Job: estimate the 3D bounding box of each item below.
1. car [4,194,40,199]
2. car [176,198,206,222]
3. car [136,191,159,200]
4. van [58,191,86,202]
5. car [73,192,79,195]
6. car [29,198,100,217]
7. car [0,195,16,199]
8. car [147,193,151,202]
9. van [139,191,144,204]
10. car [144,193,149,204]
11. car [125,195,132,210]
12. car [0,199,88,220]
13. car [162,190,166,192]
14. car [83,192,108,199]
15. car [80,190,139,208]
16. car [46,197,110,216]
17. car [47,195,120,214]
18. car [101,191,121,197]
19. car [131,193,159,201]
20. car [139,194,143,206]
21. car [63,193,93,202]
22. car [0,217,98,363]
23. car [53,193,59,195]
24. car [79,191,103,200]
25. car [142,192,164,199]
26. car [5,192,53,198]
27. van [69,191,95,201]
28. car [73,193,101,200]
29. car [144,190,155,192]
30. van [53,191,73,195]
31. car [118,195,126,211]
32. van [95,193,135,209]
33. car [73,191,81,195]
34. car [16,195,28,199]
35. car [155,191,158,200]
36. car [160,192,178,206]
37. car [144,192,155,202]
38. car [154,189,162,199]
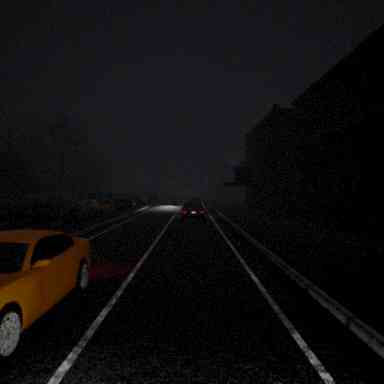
[{"bbox_3d":[-21.830,1.348,40.624,4.792,1.488,2.163,0,0,0],"label":"car"},{"bbox_3d":[0.104,1.477,25.951,2.033,1.411,5.357,0,0,0],"label":"car"},{"bbox_3d":[-9.142,0.776,68.990,4.553,1.767,2.185,0,1,0],"label":"car"},{"bbox_3d":[-21.850,0.839,60.529,4.442,1.987,1.878,0,1,0],"label":"van"},{"bbox_3d":[-21.800,1.203,54.889,4.792,1.488,2.163,0,1,0],"label":"car"},{"bbox_3d":[-9.388,1.386,23.764,4.674,1.452,2.002,0,0,0],"label":"car"},{"bbox_3d":[-21.901,1.328,35.102,4.892,1.521,2.231,0,0,0],"label":"car"},{"bbox_3d":[-9.211,1.268,52.042,4.674,1.452,2.002,0,1,0],"label":"car"},{"bbox_3d":[-9.365,1.081,46.249,4.442,1.987,1.878,0,0,0],"label":"van"},{"bbox_3d":[-9.233,1.317,49.208,4.674,1.452,2.002,0,1,0],"label":"car"},{"bbox_3d":[-9.322,1.328,35.066,5.008,1.535,2.097,0,0,0],"label":"car"},{"bbox_3d":[-9.431,1.380,20.937,4.792,1.488,2.163,0,0,0],"label":"car"},{"bbox_3d":[-8.908,0.844,71.816,5.366,1.575,1.946,0,1,0],"label":"car"},{"bbox_3d":[-21.641,0.795,74.524,5.008,1.535,2.097,0,1,0],"label":"car"},{"bbox_3d":[-9.271,1.072,37.892,5.566,2.045,2.435,0,0,0],"label":"car"},{"bbox_3d":[-9.371,1.382,26.589,4.674,1.452,2.002,0,0,0],"label":"car"},{"bbox_3d":[-9.536,1.334,29.416,5.366,1.575,1.946,0,0,0],"label":"car"},{"bbox_3d":[-21.556,0.523,88.764,4.892,1.521,2.231,0,1,0],"label":"car"},{"bbox_3d":[-9.313,0.953,66.168,5.366,1.575,1.946,0,1,0],"label":"car"},{"bbox_3d":[-9.268,1.355,43.543,4.674,1.452,2.002,0,0,0],"label":"car"},{"bbox_3d":[-21.721,1.011,63.356,4.892,1.521,2.231,0,1,0],"label":"car"},{"bbox_3d":[-3.351,1.472,6.050,1.882,1.535,5.008,0,0,0],"label":"car"},{"bbox_3d":[-21.819,1.305,46.283,5.008,1.535,2.097,0,0,0],"label":"car"},{"bbox_3d":[-21.694,0.724,71.699,4.553,1.767,2.185,0,1,0],"label":"car"},{"bbox_3d":[-9.057,0.779,77.468,4.674,1.452,2.002,0,1,0],"label":"car"},{"bbox_3d":[-21.814,1.062,43.447,5.566,2.045,2.435,0,0,0],"label":"car"},{"bbox_3d":[-21.812,0.730,66.178,4.442,1.987,1.878,0,1,0],"label":"van"},{"bbox_3d":[-21.685,0.904,68.878,5.008,1.535,2.097,0,1,0],"label":"car"},{"bbox_3d":[-9.211,0.993,57.689,4.553,1.767,2.185,0,1,0],"label":"car"},{"bbox_3d":[-21.668,1.002,52.058,4.442,1.987,1.878,0,1,0],"label":"van"},{"bbox_3d":[-9.329,1.332,32.241,5.008,1.535,2.097,0,0,0],"label":"car"},{"bbox_3d":[-9.399,1.093,40.718,4.442,1.987,1.878,0,0,0],"label":"van"},{"bbox_3d":[-21.720,0.996,57.583,4.553,1.767,2.185,0,1,0],"label":"car"},{"bbox_3d":[-21.848,1.352,37.800,4.792,1.488,2.163,0,0,0],"label":"car"},{"bbox_3d":[-9.165,1.105,60.518,4.674,1.452,2.002,0,1,0],"label":"car"},{"bbox_3d":[-3.222,1.233,50.681,2.128,1.511,4.902,0,1,1],"label":"car"},{"bbox_3d":[-9.191,1.173,54.866,5.008,1.535,2.097,0,1,0],"label":"car"},{"bbox_3d":[-9.173,0.759,63.337,5.566,2.045,2.435,0,1,0],"label":"car"}]
